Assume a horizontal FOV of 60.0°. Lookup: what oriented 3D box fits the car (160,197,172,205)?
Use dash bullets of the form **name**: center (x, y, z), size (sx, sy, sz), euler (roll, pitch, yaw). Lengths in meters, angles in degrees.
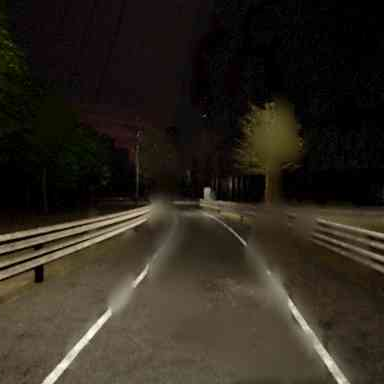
- **car**: center (-5.068, 1.662, 62.530), size (1.882, 1.535, 5.008), euler (0, 0, -17)
